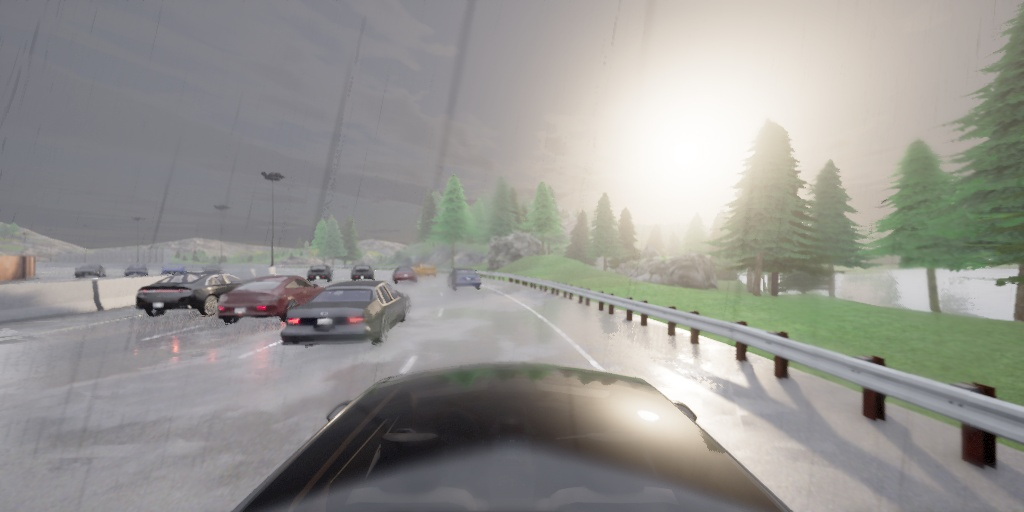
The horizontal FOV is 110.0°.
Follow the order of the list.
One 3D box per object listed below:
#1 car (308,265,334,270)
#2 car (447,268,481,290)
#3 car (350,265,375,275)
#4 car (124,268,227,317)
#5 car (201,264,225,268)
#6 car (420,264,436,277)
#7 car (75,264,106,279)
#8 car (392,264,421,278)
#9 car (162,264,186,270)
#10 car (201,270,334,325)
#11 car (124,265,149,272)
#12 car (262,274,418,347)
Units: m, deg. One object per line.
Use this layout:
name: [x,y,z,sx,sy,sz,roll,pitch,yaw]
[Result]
car: [-17.285,1.590,32.346,1.837,1.490,4.892,1,-1,-23]
car: [-3.384,1.540,24.737,2.033,1.411,5.357,0,-1,-16]
car: [-13.563,1.588,32.536,1.837,1.490,4.892,0,-1,-22]
car: [-11.741,1.379,13.883,2.128,1.511,4.902,0,-1,-10]
car: [-37.450,1.742,44.926,1.837,1.490,4.892,1,-2,-39]
car: [-10.240,1.654,41.786,1.882,1.535,5.008,0,-1,-27]
car: [-47.136,1.702,40.184,1.837,1.490,4.892,1,-1,-42]
car: [-9.745,1.642,32.329,1.994,1.385,4.181,0,-1,-21]
car: [-39.800,1.687,42.282,1.882,1.535,5.008,1,-1,-39]
car: [-7.953,1.394,12.363,1.812,1.442,4.674,0,-1,-8]
car: [-45.101,1.771,43.173,2.033,1.411,5.357,0,-1,-43]
car: [-4.037,1.384,9.659,2.033,1.411,5.357,0,-1,-7]
